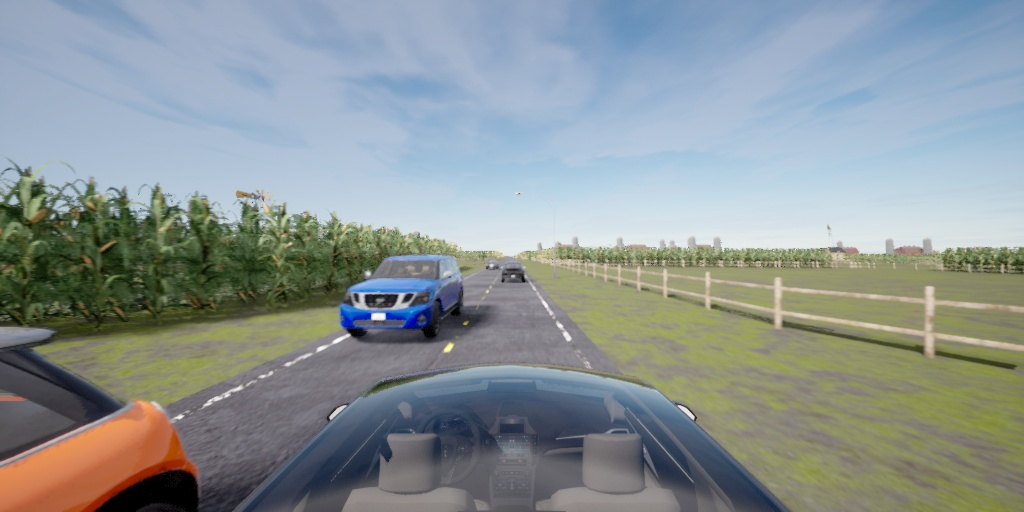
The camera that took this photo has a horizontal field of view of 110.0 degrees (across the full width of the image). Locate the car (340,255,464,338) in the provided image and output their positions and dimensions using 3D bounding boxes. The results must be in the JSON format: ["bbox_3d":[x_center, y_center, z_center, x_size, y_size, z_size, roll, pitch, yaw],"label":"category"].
[{"bbox_3d":[-2.820,0.974,10.616,2.150,2.045,5.566,0,0,2],"label":"car"}]

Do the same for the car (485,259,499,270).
[{"bbox_3d":[-2.828,1.226,52.359,2.128,1.511,4.902,0,0,0],"label":"car"}]

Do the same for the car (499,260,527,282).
[{"bbox_3d":[0.100,1.256,29.324,1.837,1.490,4.892,0,1,0],"label":"car"}]
